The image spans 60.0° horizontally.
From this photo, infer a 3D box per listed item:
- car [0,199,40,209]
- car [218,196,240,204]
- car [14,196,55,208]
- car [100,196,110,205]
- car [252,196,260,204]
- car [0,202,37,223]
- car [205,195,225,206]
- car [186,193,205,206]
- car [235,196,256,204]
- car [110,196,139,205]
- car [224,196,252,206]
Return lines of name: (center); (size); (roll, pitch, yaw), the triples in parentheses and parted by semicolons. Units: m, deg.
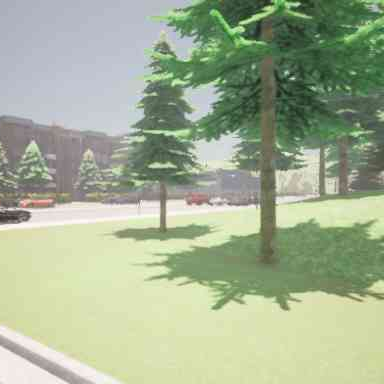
car: (-24.170, 1.616, 46.747); (1.895, 1.301, 4.718); (0, 0, 35)
car: (7.317, 1.501, 65.438); (2.128, 1.511, 4.902); (0, 0, 35)
car: (-21.067, 1.367, 45.082); (2.097, 1.767, 4.553); (0, 0, 35)
car: (-14.464, 1.507, 60.549); (2.128, 1.511, 4.902); (0, 0, 36)
car: (13.059, 1.499, 61.434); (2.128, 1.511, 4.902); (0, 0, 35)
car: (-13.844, 1.609, 23.312); (1.895, 1.301, 4.718); (0, 0, 37)
car: (4.596, 1.535, 55.350); (1.812, 1.442, 4.674); (0, 0, 35)
car: (1.218, 1.231, 56.643); (2.150, 2.045, 5.566); (0, 0, 36)
car: (10.200, 1.486, 63.452); (1.882, 1.535, 5.008); (0, 0, 35)
car: (-11.537, 1.519, 58.656); (1.837, 1.490, 4.892); (0, 0, 35)
car: (7.469, 1.572, 53.350); (1.994, 1.385, 4.181); (0, 0, 36)
